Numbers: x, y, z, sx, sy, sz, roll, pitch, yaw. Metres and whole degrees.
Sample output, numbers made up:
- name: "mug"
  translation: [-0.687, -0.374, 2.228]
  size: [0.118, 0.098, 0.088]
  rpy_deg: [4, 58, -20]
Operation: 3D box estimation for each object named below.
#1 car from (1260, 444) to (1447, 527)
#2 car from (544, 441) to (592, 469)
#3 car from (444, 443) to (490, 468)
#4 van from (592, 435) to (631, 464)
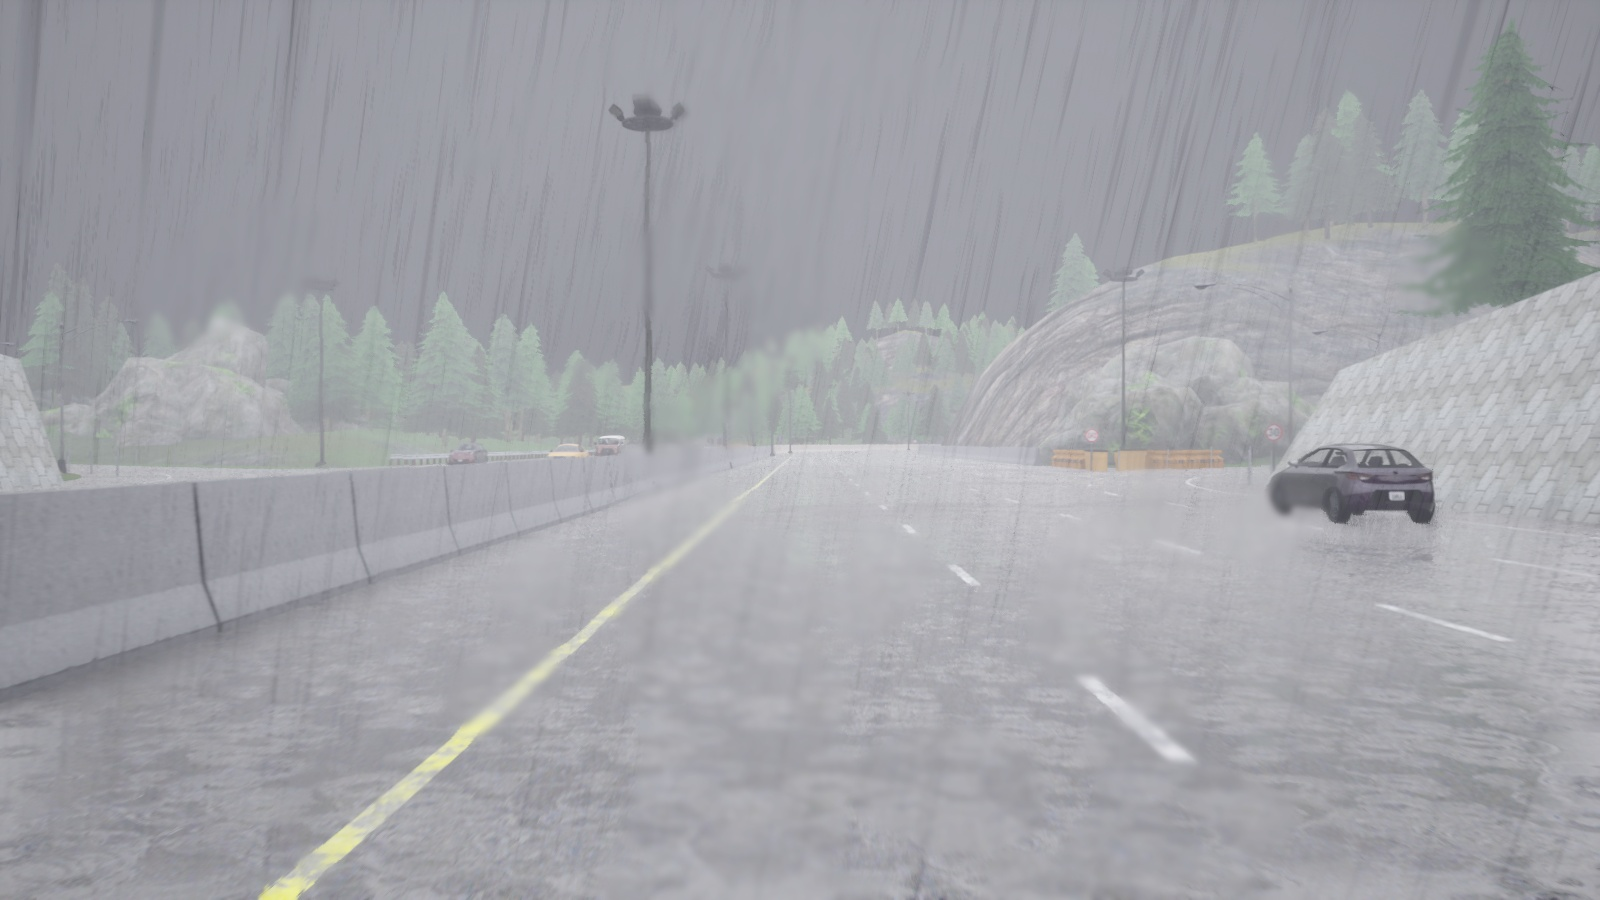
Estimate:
- name: "car"
  translation: [10.655, 0.630, 24.538]
  size: [1.816, 1.474, 4.193]
  rpy_deg: [0, 0, 0]
- name: "car"
  translation: [-13.567, 0.259, 73.595]
  size: [1.801, 1.575, 5.366]
  rpy_deg: [0, 0, 0]
- name: "car"
  translation: [-20.544, 0.307, 77.586]
  size: [1.845, 1.501, 3.633]
  rpy_deg: [0, 0, 0]
- name: "van"
  translation: [-13.474, -0.048, 89.922]
  size: [2.069, 2.038, 4.480]
  rpy_deg: [0, 0, 0]
